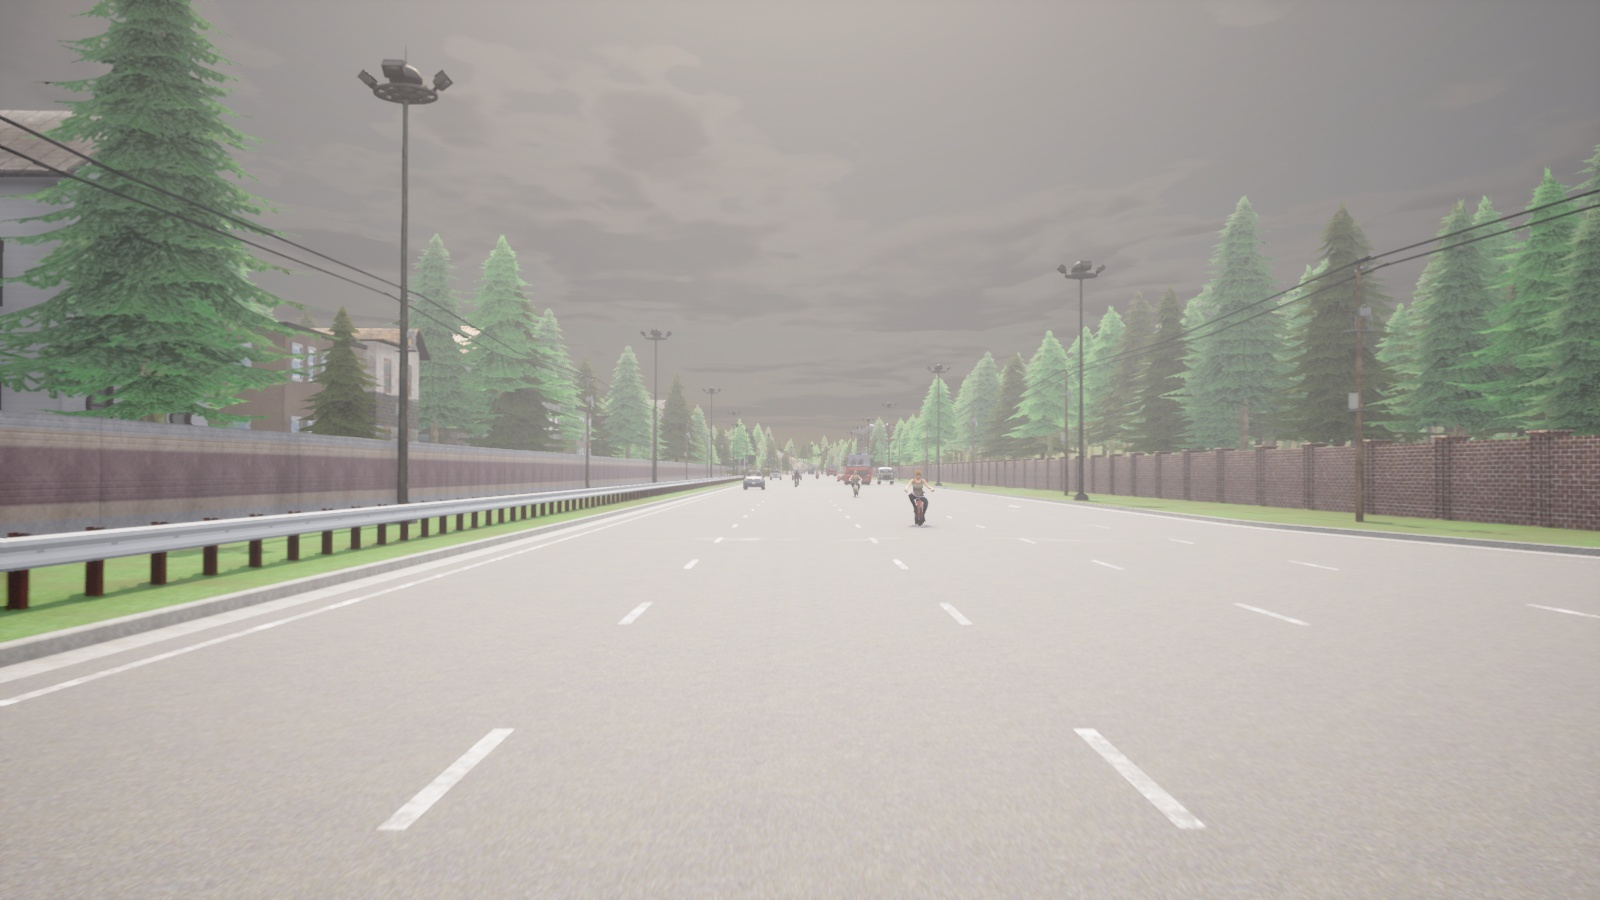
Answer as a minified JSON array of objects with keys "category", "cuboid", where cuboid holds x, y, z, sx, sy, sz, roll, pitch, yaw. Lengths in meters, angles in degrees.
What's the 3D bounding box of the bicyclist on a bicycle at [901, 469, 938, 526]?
[{"category":"bicyclist on a bicycle","cuboid":[3.400,1.339,35.871,0.866,1.612,1.509,0,-1,-1]}]
